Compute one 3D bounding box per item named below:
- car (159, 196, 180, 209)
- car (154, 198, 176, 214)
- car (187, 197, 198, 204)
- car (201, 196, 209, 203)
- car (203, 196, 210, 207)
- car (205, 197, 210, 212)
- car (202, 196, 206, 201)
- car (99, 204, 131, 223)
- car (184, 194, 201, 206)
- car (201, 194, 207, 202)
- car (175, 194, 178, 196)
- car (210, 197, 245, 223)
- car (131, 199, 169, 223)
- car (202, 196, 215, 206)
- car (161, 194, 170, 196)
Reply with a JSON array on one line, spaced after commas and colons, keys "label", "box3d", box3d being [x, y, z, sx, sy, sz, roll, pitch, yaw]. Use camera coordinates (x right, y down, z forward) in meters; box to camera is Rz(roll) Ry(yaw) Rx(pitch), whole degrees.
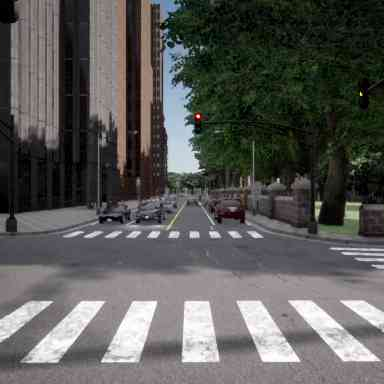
[{"label": "car", "box3d": [-3.048, 1.596, 45.365, 1.994, 1.385, 4.181, 0, 0, 0]}, {"label": "car", "box3d": [-3.062, 1.622, 35.444, 1.895, 1.301, 4.718, 0, 0, 0]}, {"label": "car", "box3d": [0.070, 1.620, 65.786, 1.994, 1.385, 4.181, 0, 0, 0]}, {"label": "car", "box3d": [2.842, 1.593, 74.526, 1.752, 1.417, 4.829, 0, 0, 0]}, {"label": "car", "box3d": [2.807, 1.579, 41.617, 2.008, 1.369, 4.403, 0, 0, 0]}, {"label": "car", "box3d": [2.802, 1.588, 36.161, 1.947, 1.339, 4.313, 0, 0, 0]}, {"label": "car", "box3d": [2.813, 1.585, 47.074, 2.008, 1.369, 4.403, 0, 0, 0]}, {"label": "car", "box3d": [-5.735, 1.576, 25.248, 1.947, 1.339, 4.313, 0, 0, 0]}, {"label": "car", "box3d": [0.115, 1.536, 55.806, 2.128, 1.511, 4.902, 0, 0, 1]}, {"label": "car", "box3d": [2.819, 1.481, 52.530, 1.967, 1.590, 4.097, 0, 0, 0]}, {"label": "car", "box3d": [-5.666, 1.533, 90.732, 1.967, 1.590, 4.097, 0, 0, 0]}, {"label": "car", "box3d": [2.790, 1.326, 25.248, 2.192, 1.841, 5.009, 0, 0, 0]}, {"label": "car", "box3d": [-3.079, 1.516, 25.520, 1.837, 1.490, 4.892, 0, 0, 1]}, {"label": "car", "box3d": [2.825, 1.487, 57.987, 1.967, 1.590, 4.097, 0, 0, 0]}, {"label": "car", "box3d": [-5.695, 1.635, 63.447, 1.802, 1.307, 4.206, 0, 0, 0]}]
